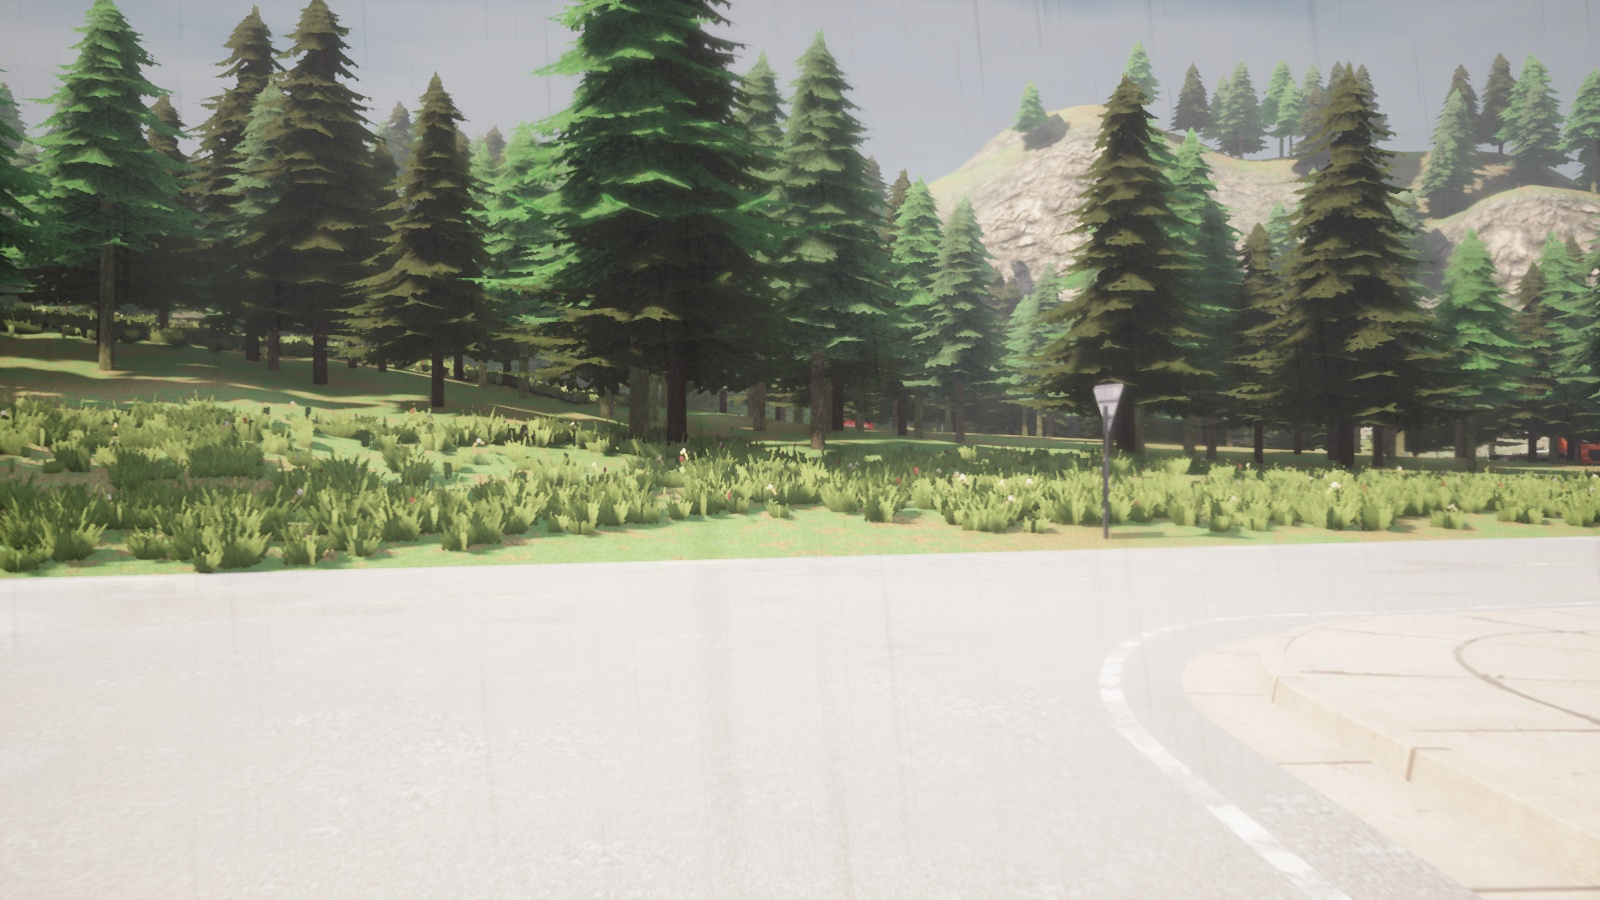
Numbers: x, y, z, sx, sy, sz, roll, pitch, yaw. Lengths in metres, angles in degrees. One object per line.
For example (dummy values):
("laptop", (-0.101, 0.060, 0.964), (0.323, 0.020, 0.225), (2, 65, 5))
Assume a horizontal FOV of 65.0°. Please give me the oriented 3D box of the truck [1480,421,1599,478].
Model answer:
("truck", (47.782, -0.016, 80.124), (2.891, 3.462, 7.936), (0, 0, -17))
